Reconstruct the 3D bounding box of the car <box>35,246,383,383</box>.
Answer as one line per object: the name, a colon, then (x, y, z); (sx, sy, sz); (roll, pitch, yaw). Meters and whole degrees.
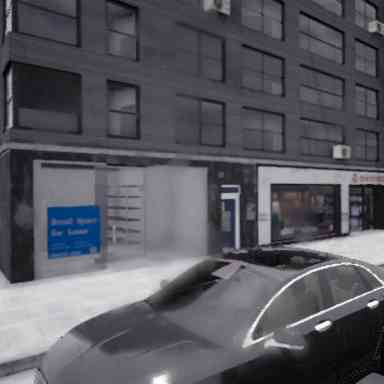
car: (0.808, 1.505, 3.954); (4.892, 1.490, 1.837); (0, 0, -35)
